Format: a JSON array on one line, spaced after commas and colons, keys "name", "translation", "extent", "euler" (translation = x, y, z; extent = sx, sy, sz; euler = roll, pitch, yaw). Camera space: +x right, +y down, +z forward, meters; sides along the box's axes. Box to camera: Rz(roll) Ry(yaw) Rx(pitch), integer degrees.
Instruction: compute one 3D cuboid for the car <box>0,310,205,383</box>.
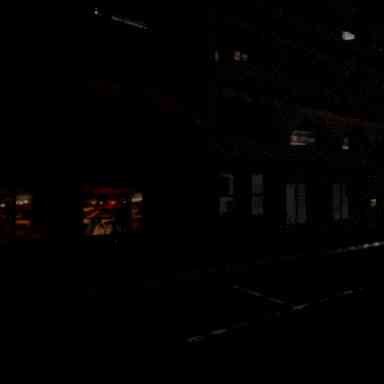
[{"name": "car", "translation": [-2.339, 1.539, 1.700], "extent": [5.357, 1.411, 2.033], "euler": [1, 0, -35]}]
